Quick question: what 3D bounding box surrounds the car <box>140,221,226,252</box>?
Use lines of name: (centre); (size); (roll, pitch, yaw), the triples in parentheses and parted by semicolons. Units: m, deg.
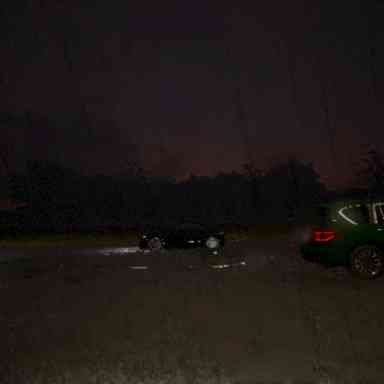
car: (-0.448, 2.135, 16.423); (4.181, 1.385, 1.994); (-2, -3, 1)

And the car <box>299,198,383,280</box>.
car: (5.867, 1.145, 9.335); (5.566, 2.045, 2.150); (-5, -3, 1)
